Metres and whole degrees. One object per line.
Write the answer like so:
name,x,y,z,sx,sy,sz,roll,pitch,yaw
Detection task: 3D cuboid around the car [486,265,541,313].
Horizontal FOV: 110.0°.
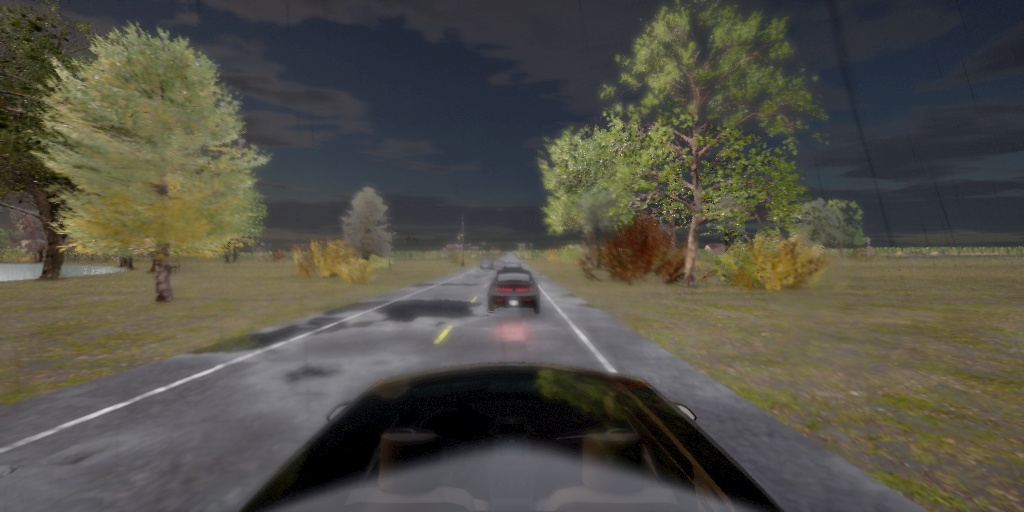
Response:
car,0.077,1.267,14.099,1.837,1.490,4.892,0,0,0

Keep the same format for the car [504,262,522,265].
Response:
car,0.080,1.263,29.115,2.128,1.511,4.902,0,0,0

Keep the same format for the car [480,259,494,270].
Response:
car,-3.565,1.251,51.529,2.128,1.511,4.902,0,0,0
